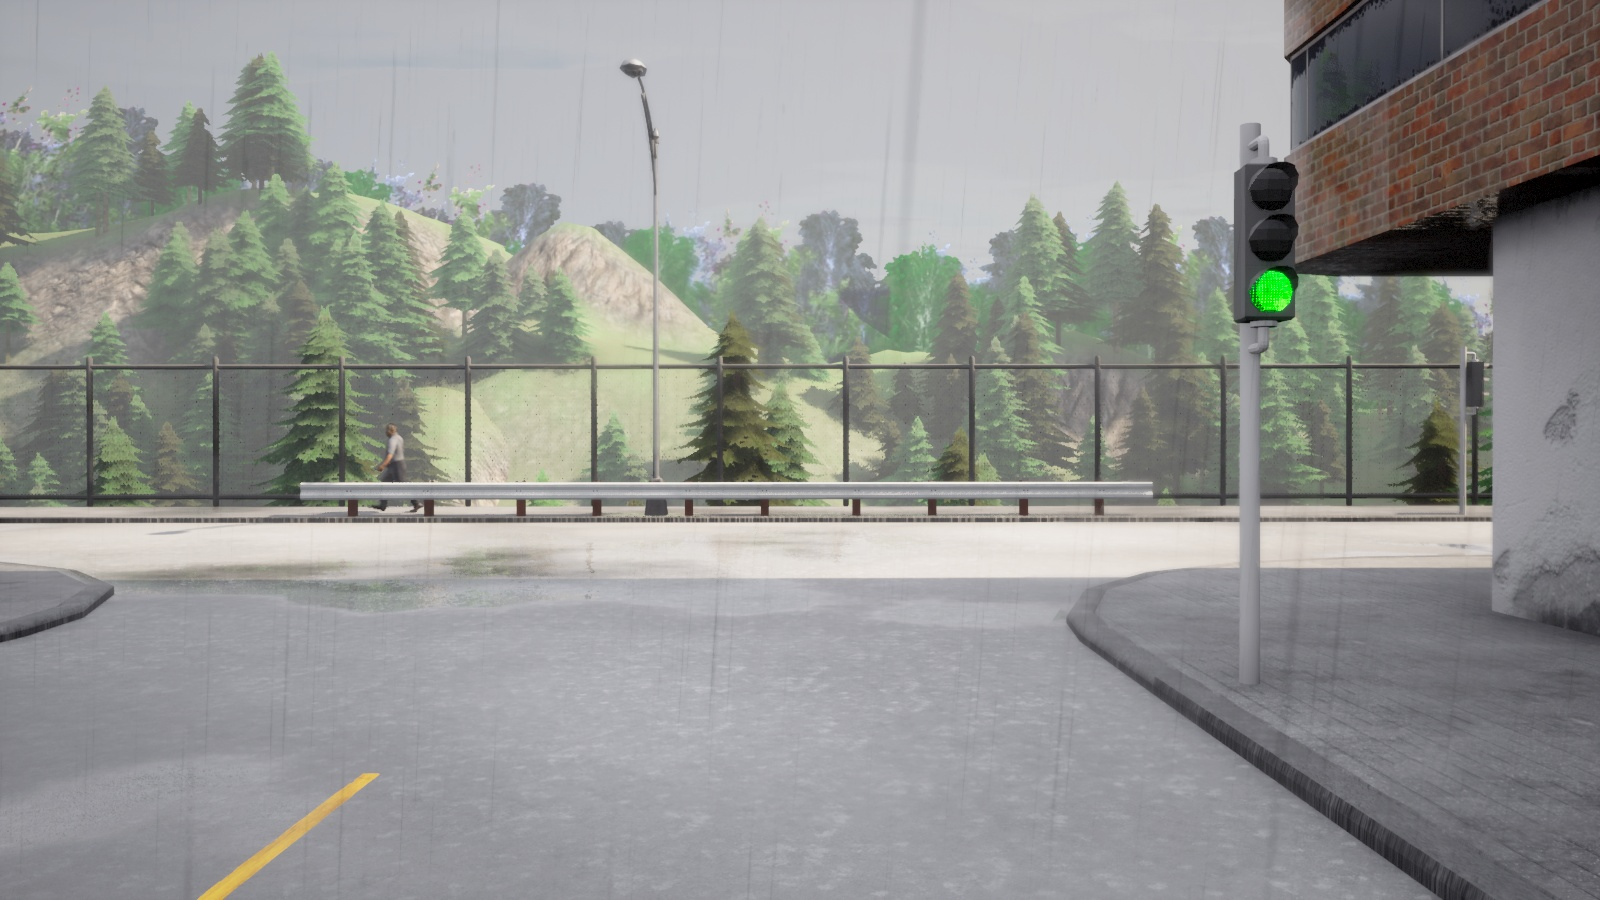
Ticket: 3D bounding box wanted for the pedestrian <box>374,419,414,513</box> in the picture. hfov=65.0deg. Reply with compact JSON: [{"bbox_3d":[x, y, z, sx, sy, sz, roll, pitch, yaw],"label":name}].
[{"bbox_3d":[-8.056,0.309,24.931,0.694,1.848,0.540,0,0,-10],"label":"pedestrian"}]
